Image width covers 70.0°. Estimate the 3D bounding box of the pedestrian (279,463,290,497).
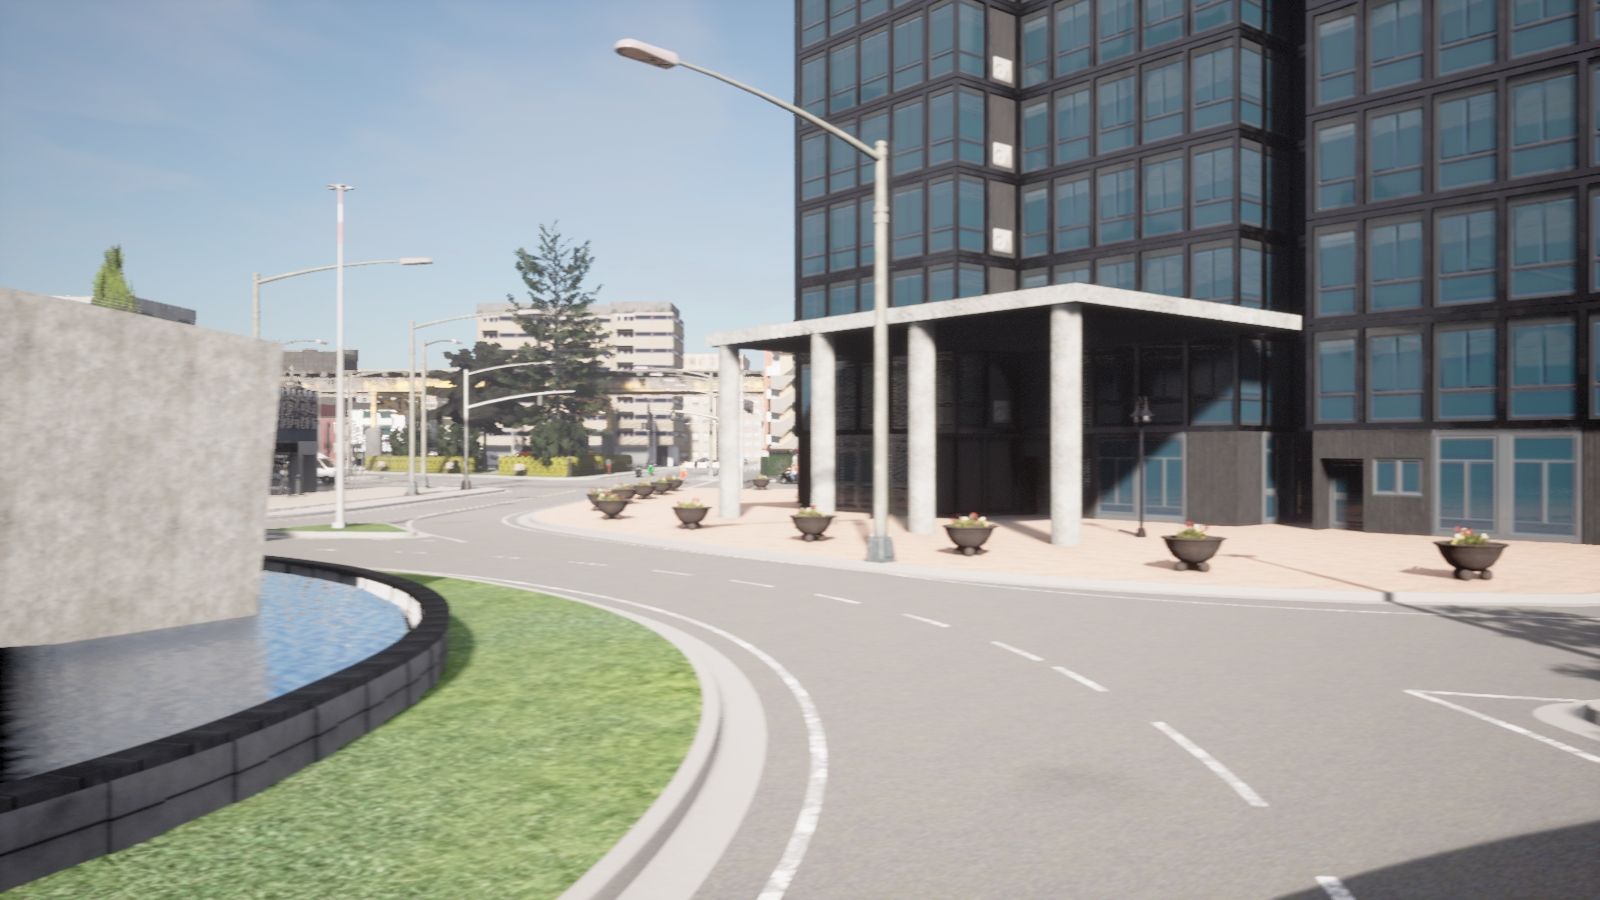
[{"bbox_3d":[-28.477,1.665,63.094,0.375,1.860,0.375,0,0,23],"label":"pedestrian"}]
